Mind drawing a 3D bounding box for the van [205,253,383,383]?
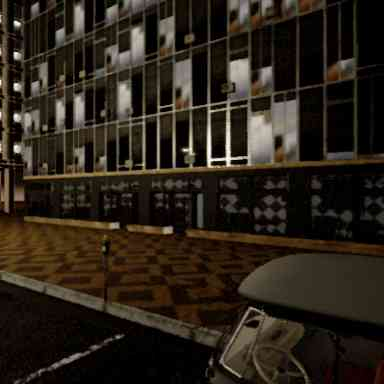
[{"bbox_3d":[1.872,1.341,1.540,3.998,1.788,1.690,0,0,35],"label":"van"}]
